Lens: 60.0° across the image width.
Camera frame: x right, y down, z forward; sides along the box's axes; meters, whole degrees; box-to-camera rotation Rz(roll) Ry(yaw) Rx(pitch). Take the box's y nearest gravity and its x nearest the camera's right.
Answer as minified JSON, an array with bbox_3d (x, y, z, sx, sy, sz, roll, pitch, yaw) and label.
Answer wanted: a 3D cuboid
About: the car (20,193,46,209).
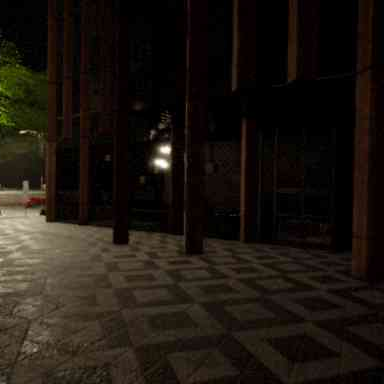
[{"bbox_3d":[-18.491,1.060,41.206,2.192,1.841,5.009,1,1,36],"label":"car"}]

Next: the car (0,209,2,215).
[{"bbox_3d":[-18.036,1.468,27.271,1.947,1.339,4.313,1,1,36],"label":"car"}]
